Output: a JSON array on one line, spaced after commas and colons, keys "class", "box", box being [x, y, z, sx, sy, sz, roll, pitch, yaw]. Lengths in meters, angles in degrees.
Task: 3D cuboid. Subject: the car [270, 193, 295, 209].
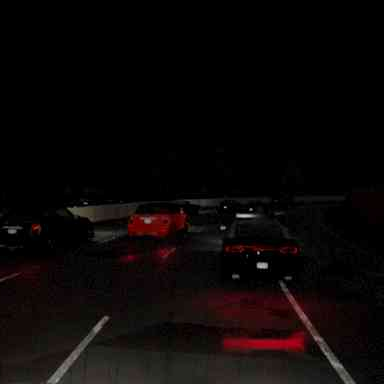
[{"class": "car", "box": [11.734, 1.170, 43.147, 2.150, 2.045, 5.566, 0, 0, 31]}]

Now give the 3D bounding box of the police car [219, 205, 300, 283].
[{"class": "police car", "box": [1.860, 1.413, 9.893, 1.930, 1.638, 5.238, 0, 0, 7]}]

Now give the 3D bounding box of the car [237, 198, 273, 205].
[{"class": "car", "box": [5.956, 1.527, 30.927, 1.994, 1.385, 4.181, 0, 0, 22]}]

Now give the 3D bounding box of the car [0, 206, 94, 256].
[{"class": "car", "box": [-5.712, 1.335, 13.252, 2.097, 1.767, 4.553, 0, 0, 8]}]

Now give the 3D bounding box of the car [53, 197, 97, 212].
[{"class": "car", "box": [-13.537, 1.444, 38.788, 2.128, 1.511, 4.902, 0, 0, 22]}]

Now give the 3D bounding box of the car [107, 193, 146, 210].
[{"class": "car", "box": [-8.235, 1.170, 42.511, 2.150, 2.045, 5.566, 0, 0, 24]}]

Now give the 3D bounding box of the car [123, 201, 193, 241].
[{"class": "car", "box": [-1.552, 1.331, 16.833, 2.097, 1.767, 4.553, 0, 0, 11]}]

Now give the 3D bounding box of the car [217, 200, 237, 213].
[{"class": "car", "box": [4.117, 1.520, 35.285, 1.994, 1.385, 4.181, 0, 0, 23]}]

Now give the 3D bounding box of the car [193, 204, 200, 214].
[{"class": "car", "box": [-0.768, 1.561, 32.618, 1.895, 1.301, 4.718, 0, 0, 20]}]
